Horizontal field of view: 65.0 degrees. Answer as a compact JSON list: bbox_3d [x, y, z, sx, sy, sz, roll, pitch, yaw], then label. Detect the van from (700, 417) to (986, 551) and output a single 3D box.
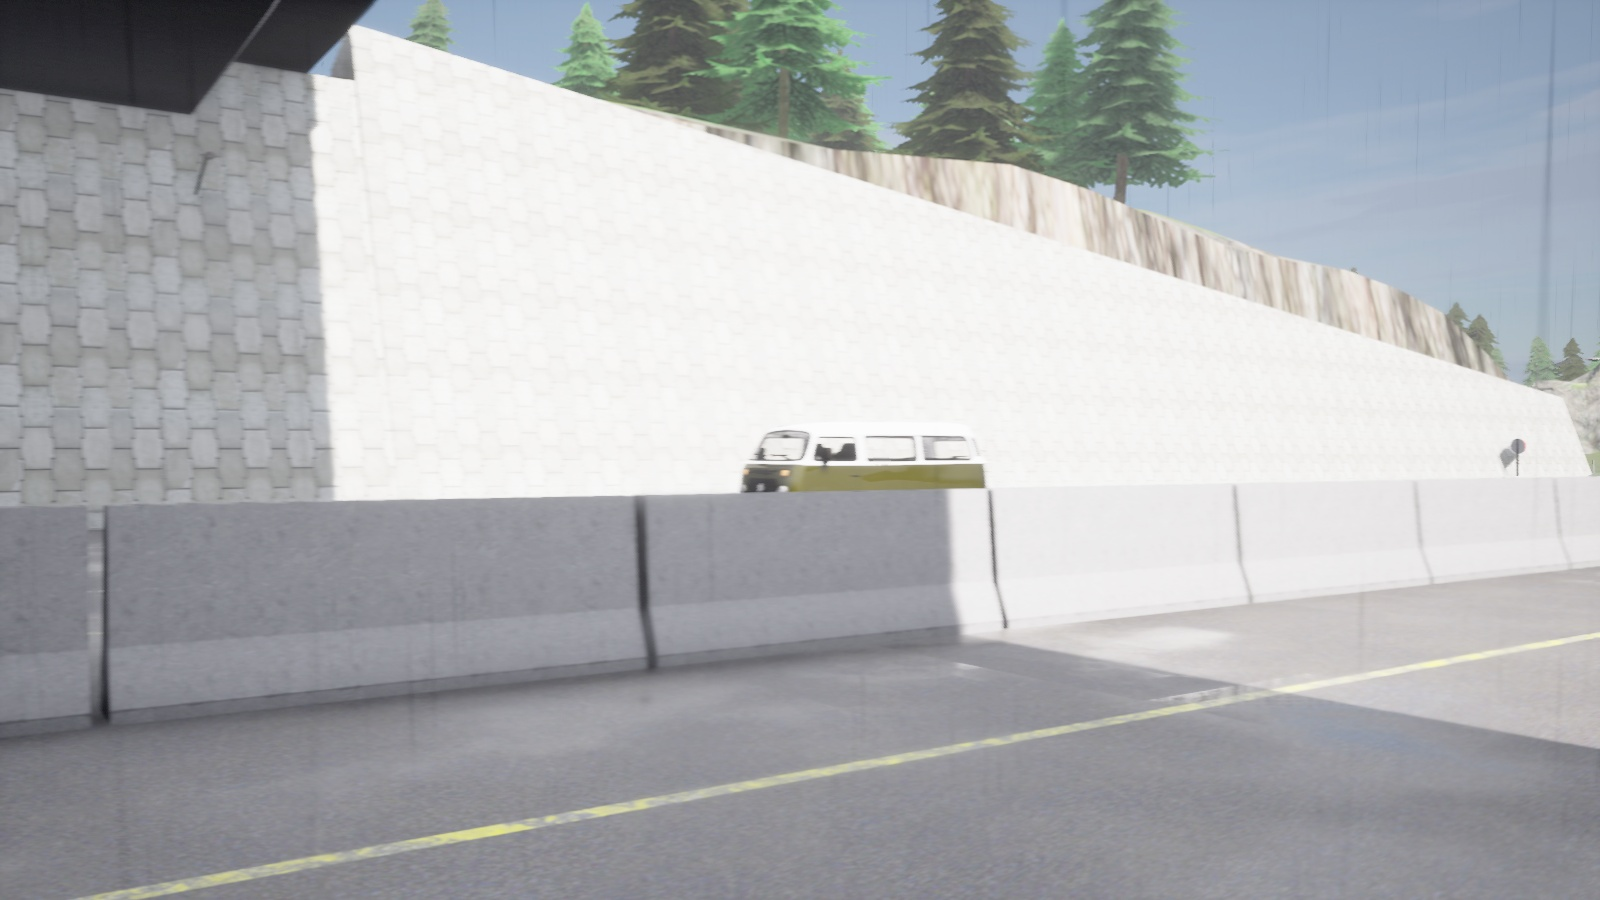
[{"bbox_3d":[0.778,0.519,21.259,4.480,2.038,2.069,0,0,-35],"label":"van"}]
